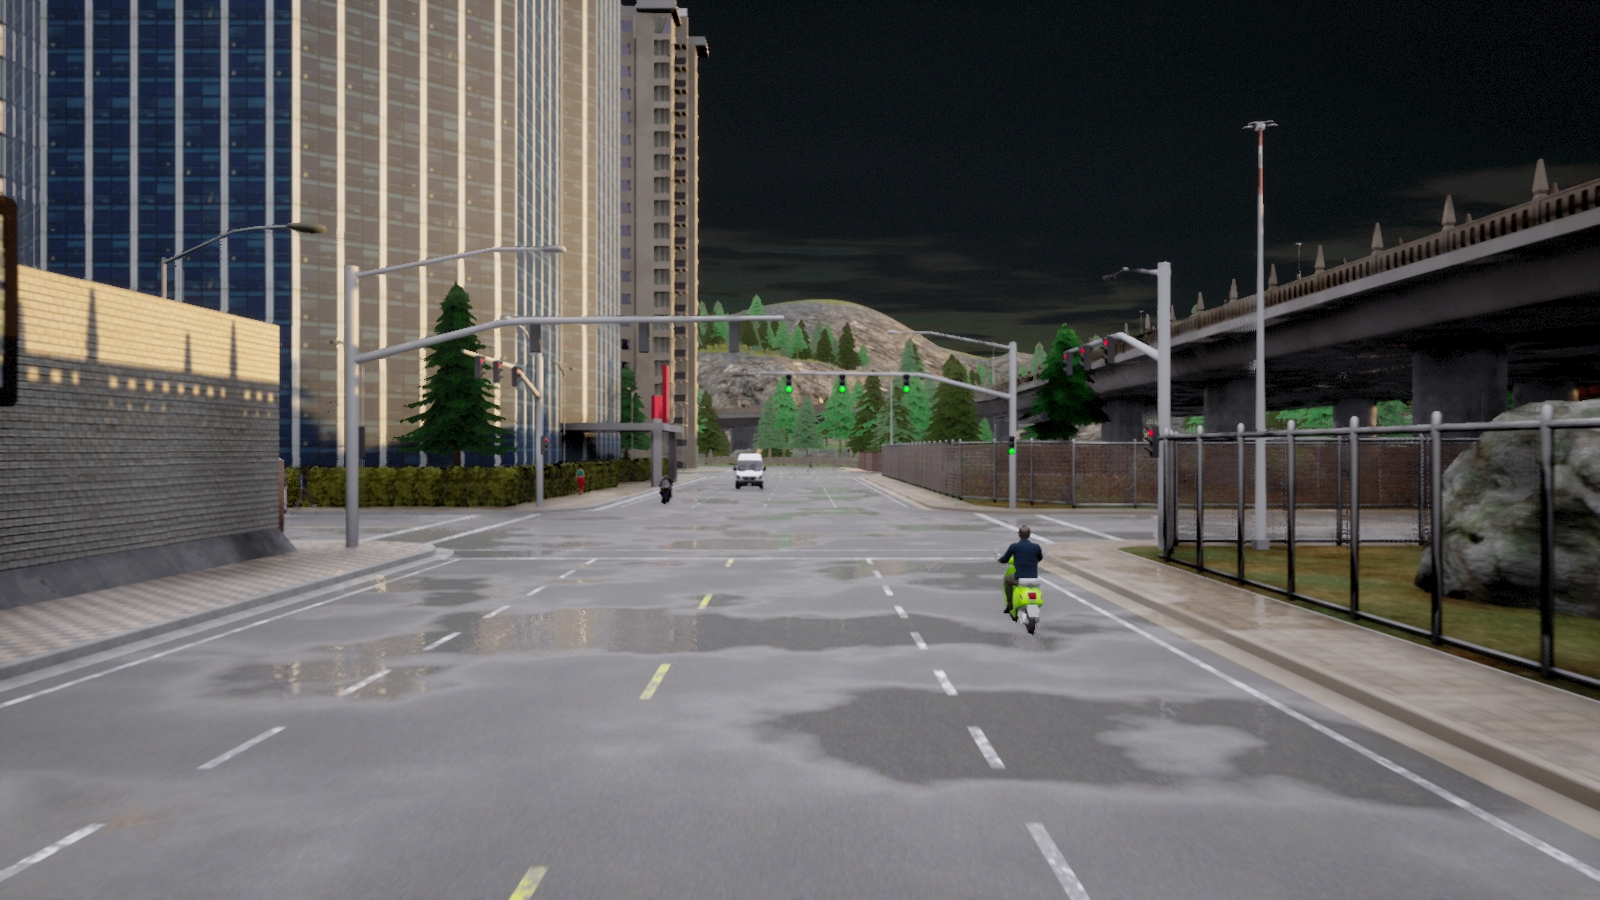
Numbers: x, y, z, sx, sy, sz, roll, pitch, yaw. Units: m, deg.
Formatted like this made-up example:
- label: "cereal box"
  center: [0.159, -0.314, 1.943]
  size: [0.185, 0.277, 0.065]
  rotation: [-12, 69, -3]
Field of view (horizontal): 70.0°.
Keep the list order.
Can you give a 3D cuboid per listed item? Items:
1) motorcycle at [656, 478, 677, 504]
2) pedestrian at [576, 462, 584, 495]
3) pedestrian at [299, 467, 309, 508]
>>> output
- label: "motorcycle"
  center: [-6.996, 2.147, 59.936]
  size: [0.867, 1.251, 2.209]
  rotation: [0, 0, 0]
- label: "pedestrian"
  center: [-12.501, 1.638, 64.998]
  size: [0.375, 1.860, 0.375]
  rotation: [0, 0, 3]
- label: "pedestrian"
  center: [-22.663, 1.694, 52.218]
  size: [0.375, 1.860, 0.375]
  rotation: [0, 0, -16]
